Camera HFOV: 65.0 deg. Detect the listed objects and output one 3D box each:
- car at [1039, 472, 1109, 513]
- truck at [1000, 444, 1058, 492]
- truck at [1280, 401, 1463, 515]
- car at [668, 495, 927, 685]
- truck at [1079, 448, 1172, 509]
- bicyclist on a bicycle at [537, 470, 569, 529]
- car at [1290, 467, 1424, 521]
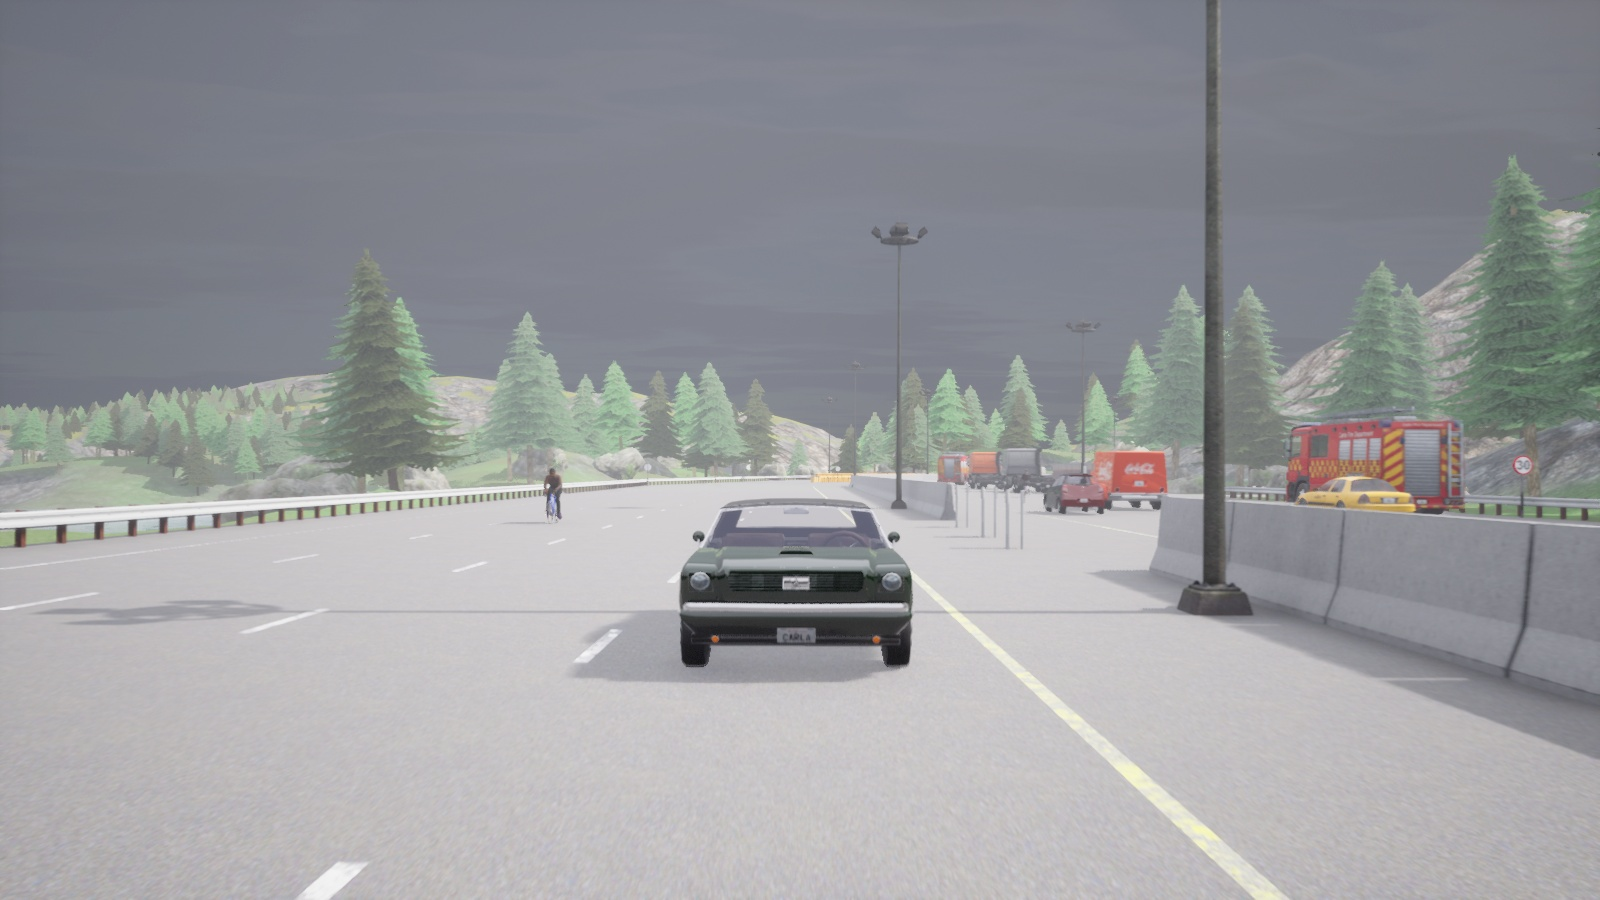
[{"bbox_3d":[10.388,1.589,47.854,1.845,1.501,3.633,0,-1,0],"label":"car"},{"bbox_3d":[17.205,1.351,94.780,2.891,3.462,7.936,0,-1,0],"label":"truck"},{"bbox_3d":[20.886,0.346,46.580,2.891,3.827,8.468,0,-1,0],"label":"truck"},{"bbox_3d":[-0.027,1.109,11.586,1.895,1.301,4.718,0,-1,0],"label":"car"},{"bbox_3d":[13.872,1.181,53.921,2.627,2.467,5.204,0,-1,0],"label":"truck"},{"bbox_3d":[-7.085,1.399,36.041,0.582,1.620,1.656,0,-1,0],"label":"bicyclist on a bicycle"},{"bbox_3d":[17.407,1.346,39.558,1.801,1.575,5.366,0,-1,0],"label":"car"}]
